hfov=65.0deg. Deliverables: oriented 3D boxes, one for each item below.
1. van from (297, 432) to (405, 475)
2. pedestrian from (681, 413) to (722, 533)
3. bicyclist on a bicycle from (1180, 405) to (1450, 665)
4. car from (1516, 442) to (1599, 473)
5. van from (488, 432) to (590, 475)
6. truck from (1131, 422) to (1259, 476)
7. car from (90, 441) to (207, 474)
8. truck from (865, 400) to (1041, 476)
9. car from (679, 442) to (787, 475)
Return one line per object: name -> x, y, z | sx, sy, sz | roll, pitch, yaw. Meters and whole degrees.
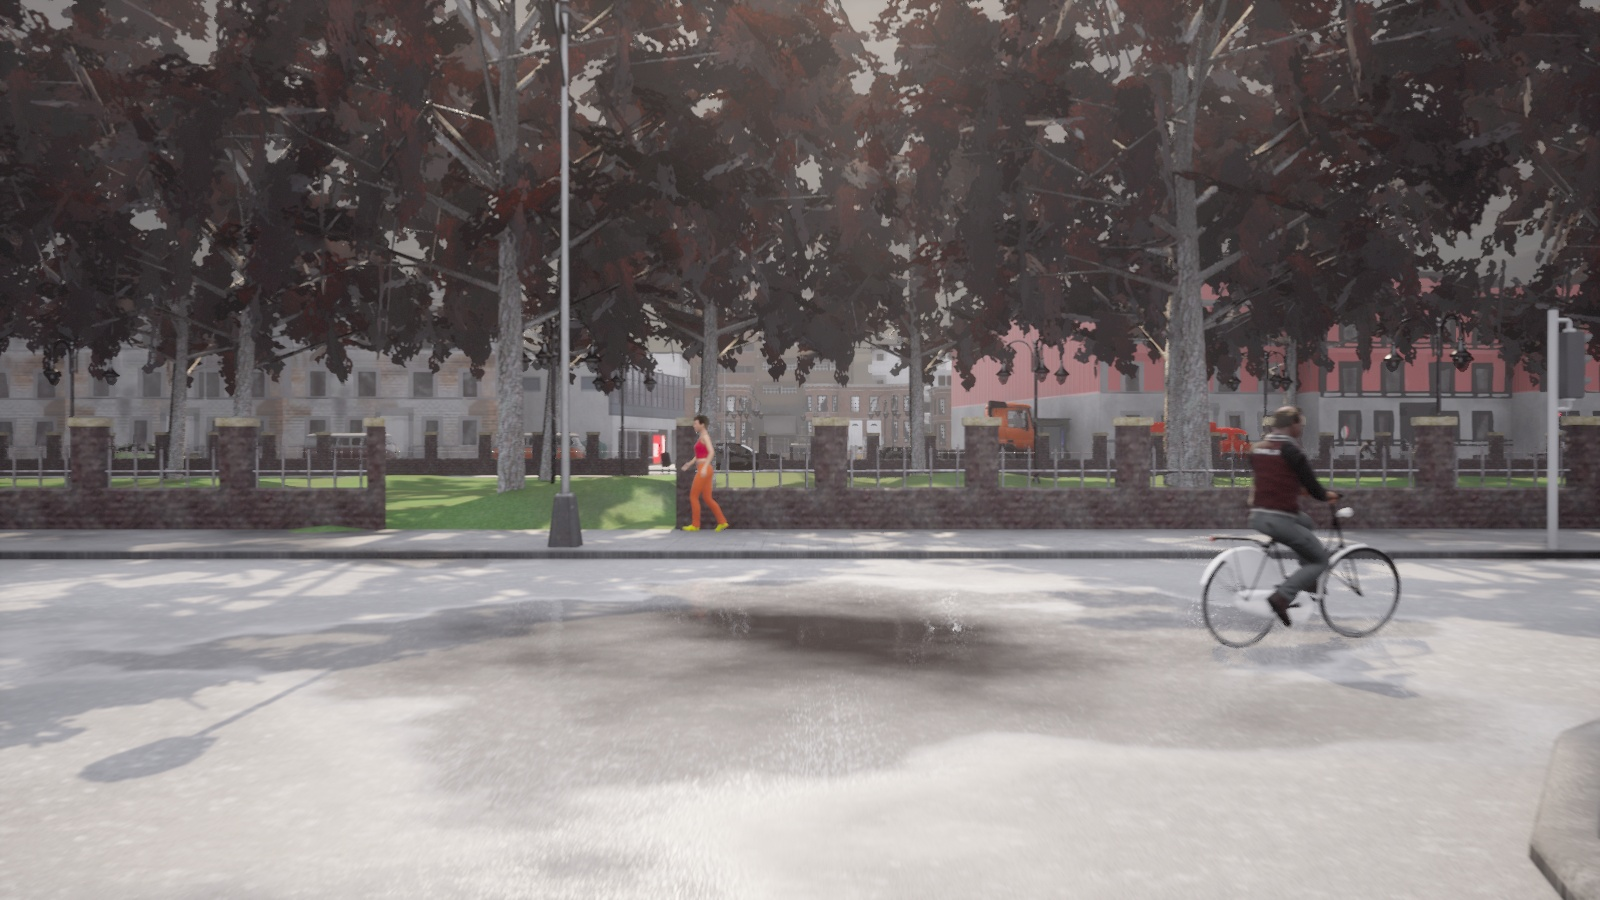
van -> -21.209, 0.147, 59.399 | 4.442, 1.987, 1.775 | 0, 0, 0
pedestrian -> -1.517, 0.346, 19.383 | 0.594, 1.836, 0.345 | 0, 0, 0
bicyclist on a bicycle -> 3.778, 0.568, 9.208 | 1.843, 1.776, 0.659 | 0, 3, -22
car -> 39.065, 0.379, 63.074 | 4.902, 1.511, 2.128 | 0, 0, 7
van -> -12.320, 0.155, 59.366 | 4.442, 1.987, 1.775 | 0, 0, 0
truck -> 18.540, -0.059, 59.221 | 5.204, 2.467, 2.627 | 0, 0, 0
car -> -30.777, 0.334, 59.432 | 4.514, 1.525, 2.007 | 0, 0, 0
truck -> 7.131, -0.564, 59.271 | 7.936, 3.462, 2.891 | 0, 0, 0
car -> -3.140, 0.387, 59.326 | 5.008, 1.535, 1.882 | 0, 0, 0
